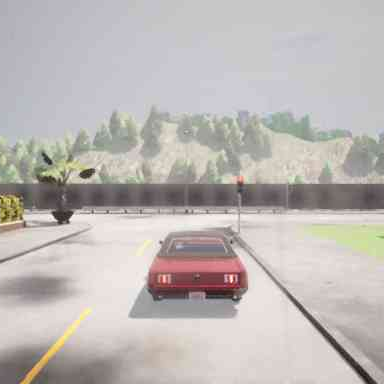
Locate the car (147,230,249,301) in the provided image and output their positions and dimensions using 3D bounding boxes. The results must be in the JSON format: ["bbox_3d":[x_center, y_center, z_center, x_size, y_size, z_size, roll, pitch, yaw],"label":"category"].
[{"bbox_3d":[0.102,1.599,8.258,1.895,1.301,4.718,0,0,0],"label":"car"}]
